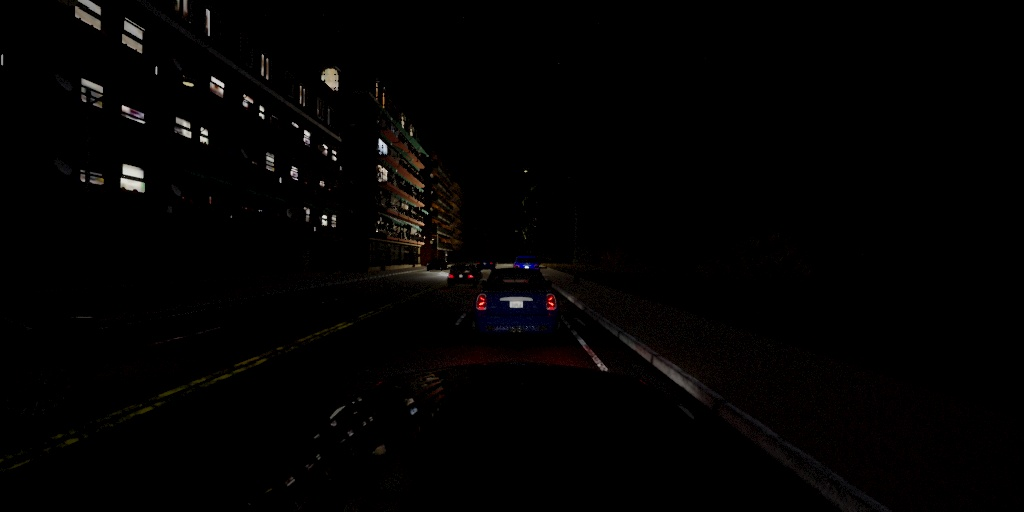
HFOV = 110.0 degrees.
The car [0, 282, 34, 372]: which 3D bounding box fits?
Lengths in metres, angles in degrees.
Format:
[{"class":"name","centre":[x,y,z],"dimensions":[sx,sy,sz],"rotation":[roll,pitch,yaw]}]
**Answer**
[{"class":"car","centre":[-9.850,1.242,4.137],"dimensions":[2.128,1.511,4.902],"rotation":[0,0,0]}]

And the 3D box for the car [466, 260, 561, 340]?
[{"class":"car","centre":[0.102,1.104,10.150],"dimensions":[2.097,1.767,4.553],"rotation":[0,0,0]}]

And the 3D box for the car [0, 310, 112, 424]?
[{"class":"car","centre":[-6.601,1.242,2.948],"dimensions":[2.128,1.511,4.902],"rotation":[0,0,0]}]

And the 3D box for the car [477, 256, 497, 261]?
[{"class":"car","centre":[-3.129,0.977,43.928],"dimensions":[2.150,2.045,5.566],"rotation":[0,0,0]}]

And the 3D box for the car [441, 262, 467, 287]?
[{"class":"car","centre":[-3.139,1.301,24.537],"dimensions":[2.033,1.411,5.357],"rotation":[0,0,0]}]

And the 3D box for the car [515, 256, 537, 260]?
[{"class":"car","centre":[1.150,0.979,30.103],"dimensions":[2.150,2.045,5.566],"rotation":[0,0,0]}]

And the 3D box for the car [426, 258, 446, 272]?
[{"class":"car","centre":[-9.827,1.105,47.116],"dimensions":[2.097,1.767,4.553],"rotation":[0,0,0]}]
